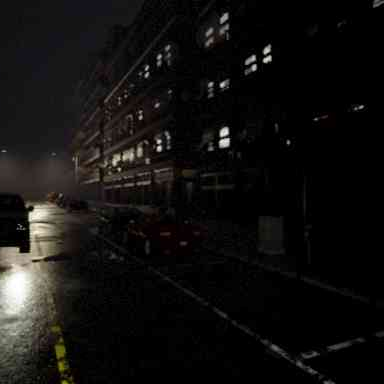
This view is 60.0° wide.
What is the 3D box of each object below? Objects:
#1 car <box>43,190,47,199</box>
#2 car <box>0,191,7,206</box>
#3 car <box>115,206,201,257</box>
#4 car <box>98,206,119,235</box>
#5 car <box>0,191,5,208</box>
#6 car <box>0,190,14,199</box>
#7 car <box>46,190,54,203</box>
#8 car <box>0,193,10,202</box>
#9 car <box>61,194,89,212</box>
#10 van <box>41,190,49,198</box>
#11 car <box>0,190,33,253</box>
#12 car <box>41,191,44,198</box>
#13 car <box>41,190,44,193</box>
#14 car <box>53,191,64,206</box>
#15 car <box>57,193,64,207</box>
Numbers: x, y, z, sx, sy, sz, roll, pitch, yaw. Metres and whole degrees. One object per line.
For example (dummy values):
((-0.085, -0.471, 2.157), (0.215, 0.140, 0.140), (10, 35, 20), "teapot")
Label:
((-25.971, 0.787, 61.831), (1.967, 1.590, 4.097), (2, 0, -26), "car")
((-25.605, 0.752, 43.534), (2.192, 1.841, 5.009), (2, 0, -26), "car")
((-1.253, 1.443, 12.354), (1.887, 1.381, 4.507), (2, 0, -26), "car")
((-3.723, 1.386, 17.304), (2.008, 1.369, 4.403), (2, 0, -26), "car")
((-23.137, 0.804, 38.585), (2.192, 1.841, 5.009), (2, 0, -26), "car")
((-37.950, 0.513, 68.276), (2.192, 1.841, 5.009), (2, 0, -26), "car")
((-21.027, 0.759, 51.932), (2.192, 1.841, 5.009), (2, 0, -26), "car")
((-30.552, 0.901, 53.431), (1.947, 1.339, 4.313), (2, 0, -26), "car")
((-11.128, 1.203, 32.151), (1.887, 1.381, 4.507), (2, 0, -26), "car")
((-38.315, 0.479, 86.578), (1.690, 1.788, 3.998), (2, 0, -26), "van")
((-7.297, 1.045, 12.541), (2.150, 2.045, 5.566), (0, 1, -26), "car")
((-30.913, 0.839, 71.729), (1.802, 1.307, 4.206), (2, 0, -26), "car")
((-35.844, 0.490, 81.629), (2.192, 1.841, 5.009), (2, 0, -26), "car")
((-16.056, 0.989, 42.052), (1.967, 1.590, 4.097), (2, 0, -26), "car")
((-13.597, 1.147, 37.099), (1.887, 1.381, 4.507), (2, 0, -26), "car")
